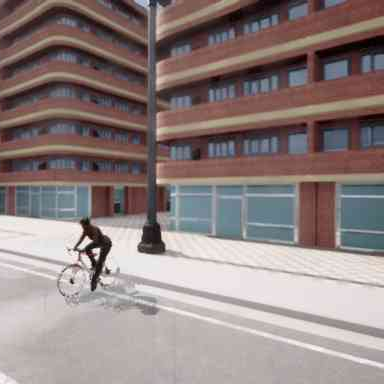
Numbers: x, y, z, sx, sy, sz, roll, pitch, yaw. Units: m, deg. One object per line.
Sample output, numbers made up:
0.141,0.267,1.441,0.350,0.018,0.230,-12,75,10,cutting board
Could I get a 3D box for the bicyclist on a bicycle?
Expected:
-2.241,1.393,7.379,0.582,1.620,1.656,0,0,36,bicyclist on a bicycle
